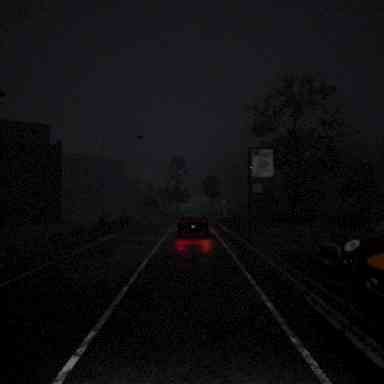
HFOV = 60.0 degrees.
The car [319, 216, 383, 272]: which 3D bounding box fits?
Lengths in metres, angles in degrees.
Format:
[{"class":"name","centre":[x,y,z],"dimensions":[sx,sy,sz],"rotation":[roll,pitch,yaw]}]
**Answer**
[{"class":"car","centre":[6.207,1.464,9.847],"dimensions":[4.553,1.767,2.185],"rotation":[0,-1,-1]}]

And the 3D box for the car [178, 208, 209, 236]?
[{"class":"car","centre":[0.073,2.004,21.955],"dimensions":[1.882,1.535,5.008],"rotation":[0,-3,0]}]

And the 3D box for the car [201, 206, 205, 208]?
[{"class":"car","centre":[0.285,2.591,36.935],"dimensions":[1.837,1.490,4.892],"rotation":[0,-2,4]}]

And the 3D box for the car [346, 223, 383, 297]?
[{"class":"car","centre":[6.212,1.545,6.809],"dimensions":[5.008,1.535,2.097],"rotation":[0,-1,-1]}]
